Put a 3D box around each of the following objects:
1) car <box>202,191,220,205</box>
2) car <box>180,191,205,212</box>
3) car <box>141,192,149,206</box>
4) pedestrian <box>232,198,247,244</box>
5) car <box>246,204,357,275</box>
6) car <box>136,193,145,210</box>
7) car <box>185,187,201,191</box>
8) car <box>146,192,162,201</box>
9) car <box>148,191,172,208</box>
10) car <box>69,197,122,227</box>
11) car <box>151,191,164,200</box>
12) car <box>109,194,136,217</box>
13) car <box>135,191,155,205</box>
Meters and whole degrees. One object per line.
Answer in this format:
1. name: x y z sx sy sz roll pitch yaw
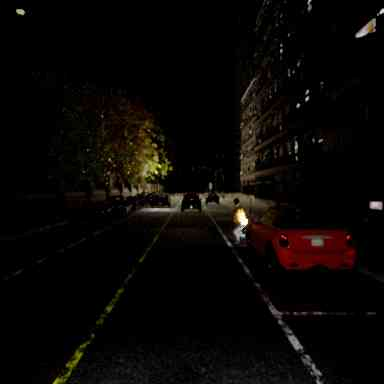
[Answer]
1. car: 2.532 0.832 41.895 2.008 1.369 4.403 0 1 0
2. car: -0.052 0.974 30.802 1.837 1.490 4.892 0 1 0
3. car: -5.826 0.902 36.152 1.752 1.417 4.829 0 1 0
4. pedestrian: 1.783 1.071 12.696 0.375 1.860 0.375 0 1 -5
5. car: 2.962 1.176 9.993 2.097 1.767 4.553 0 1 0
6. car: -5.805 1.049 30.785 1.802 1.307 4.206 0 1 0
7. car: -0.115 0.405 47.063 2.150 2.045 5.566 0 0 1
8. car: -5.967 0.645 52.934 2.008 1.369 4.403 0 1 0
9. car: -3.232 0.951 35.555 1.994 1.385 4.181 0 1 0
10. car: -5.763 1.222 19.709 1.947 1.339 4.313 0 1 0
11. car: -6.040 0.547 58.473 1.887 1.381 4.507 0 1 0
12. car: -5.784 1.001 25.245 1.967 1.590 4.097 0 1 0
13. car: -5.847 0.720 41.859 1.967 1.590 4.097 0 1 0
